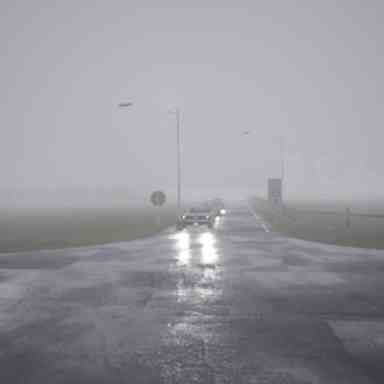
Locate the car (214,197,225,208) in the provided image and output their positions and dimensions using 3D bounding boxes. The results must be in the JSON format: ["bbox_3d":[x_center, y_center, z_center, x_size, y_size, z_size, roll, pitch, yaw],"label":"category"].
[{"bbox_3d":[3.392,1.468,44.103,1.837,1.490,4.892,-1,0,8],"label":"car"}]

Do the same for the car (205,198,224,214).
[{"bbox_3d":[1.765,1.546,32.069,1.994,1.385,4.181,-1,0,8],"label":"car"}]

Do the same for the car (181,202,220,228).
[{"bbox_3d":[0.558,1.601,22.130,1.895,1.301,4.718,-1,0,9],"label":"car"}]
